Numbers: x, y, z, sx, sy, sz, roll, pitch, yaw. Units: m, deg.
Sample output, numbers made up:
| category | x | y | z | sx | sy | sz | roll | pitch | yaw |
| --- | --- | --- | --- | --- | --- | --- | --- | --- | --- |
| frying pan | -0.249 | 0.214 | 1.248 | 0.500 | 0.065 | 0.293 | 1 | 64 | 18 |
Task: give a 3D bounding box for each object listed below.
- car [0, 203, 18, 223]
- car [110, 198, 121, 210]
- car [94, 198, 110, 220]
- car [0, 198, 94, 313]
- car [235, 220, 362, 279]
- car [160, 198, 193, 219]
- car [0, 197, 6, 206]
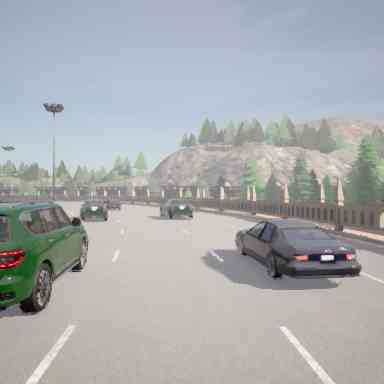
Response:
| category | x | y | z | sx | sy | sz | roll | pitch | yaw |
| --- | --- | --- | --- | --- | --- | --- | --- | --- | --- |
| car | -15.306 | 1.621 | 26.405 | 1.994 | 1.385 | 4.181 | 0 | 0 | -19 |
| car | -10.388 | 1.560 | 42.601 | 2.128 | 1.511 | 4.902 | 0 | 0 | -25 |
| car | -8.254 | 1.390 | 27.868 | 2.097 | 1.767 | 4.553 | 0 | 0 | -17 |
| car | -3.991 | 1.227 | 7.683 | 2.150 | 2.045 | 5.566 | 0 | 0 | -6 |
| car | 2.791 | 1.547 | 10.092 | 2.033 | 1.411 | 5.357 | 0 | 0 | -7 |
| car | -1.473 | 1.374 | 29.635 | 2.097 | 1.767 | 4.553 | 0 | 0 | -17 |
| car | -35.981 | 1.735 | 61.315 | 1.837 | 1.490 | 4.892 | 0 | 0 | -43 |
